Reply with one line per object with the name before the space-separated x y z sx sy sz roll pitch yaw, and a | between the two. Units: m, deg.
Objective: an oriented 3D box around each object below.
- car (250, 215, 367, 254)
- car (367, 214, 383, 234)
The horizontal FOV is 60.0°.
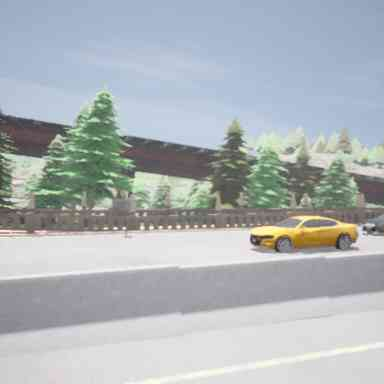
car | 5.064 1.827 15.095 5.008 1.535 1.882 0 -1 -17
car | 13.290 1.978 21.289 4.902 1.511 2.128 0 -1 -17
